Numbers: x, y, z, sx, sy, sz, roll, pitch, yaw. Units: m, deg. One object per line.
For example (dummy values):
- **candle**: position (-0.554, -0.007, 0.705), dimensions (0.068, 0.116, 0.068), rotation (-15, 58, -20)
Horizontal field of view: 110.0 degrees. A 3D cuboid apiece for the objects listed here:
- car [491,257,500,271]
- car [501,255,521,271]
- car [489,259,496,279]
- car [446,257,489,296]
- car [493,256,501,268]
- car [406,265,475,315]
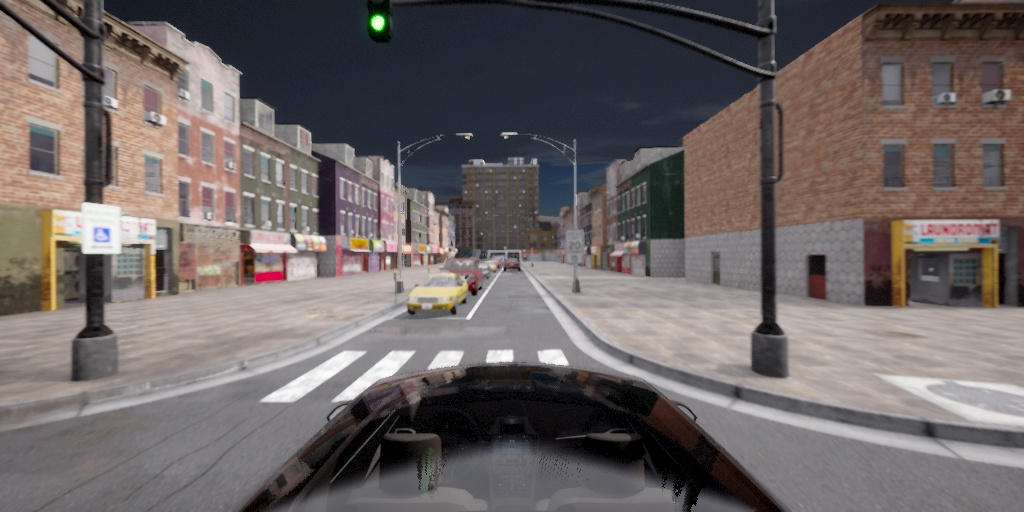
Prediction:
- **car**: position (-2.620, 1.149, 40.734), dimensions (1.751, 1.417, 4.829), rotation (0, 0, 0)
- **car**: position (0.013, 0.945, 44.275), dimensions (2.097, 1.767, 4.553), rotation (0, 0, 0)
- **car**: position (-2.625, 1.205, 30.016), dimensions (2.007, 1.370, 4.403), rotation (0, 0, 0)
- **car**: position (-2.630, 1.004, 19.128), dimensions (2.192, 1.841, 5.009), rotation (0, 0, 0)
- **car**: position (-2.615, 1.141, 51.792), dimensions (1.888, 1.381, 4.507), rotation (0, 0, 0)
- **car**: position (-2.633, 1.234, 13.515), dimensions (1.751, 1.417, 4.829), rotation (0, 0, 0)
